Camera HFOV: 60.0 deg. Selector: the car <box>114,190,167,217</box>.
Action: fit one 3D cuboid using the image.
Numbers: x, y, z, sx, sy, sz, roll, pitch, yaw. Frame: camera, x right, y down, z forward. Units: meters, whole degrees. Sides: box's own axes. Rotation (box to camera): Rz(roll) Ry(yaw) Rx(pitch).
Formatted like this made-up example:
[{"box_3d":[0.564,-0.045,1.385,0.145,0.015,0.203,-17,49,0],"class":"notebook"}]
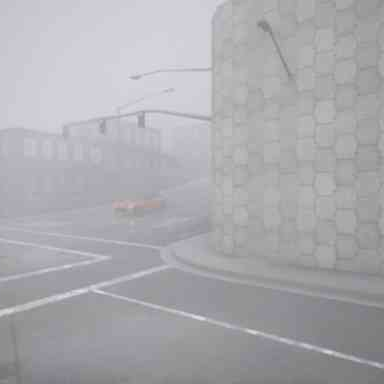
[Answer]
[{"box_3d":[-4.037,0.848,26.420,2.097,1.767,4.553,0,5,35],"class":"car"}]
